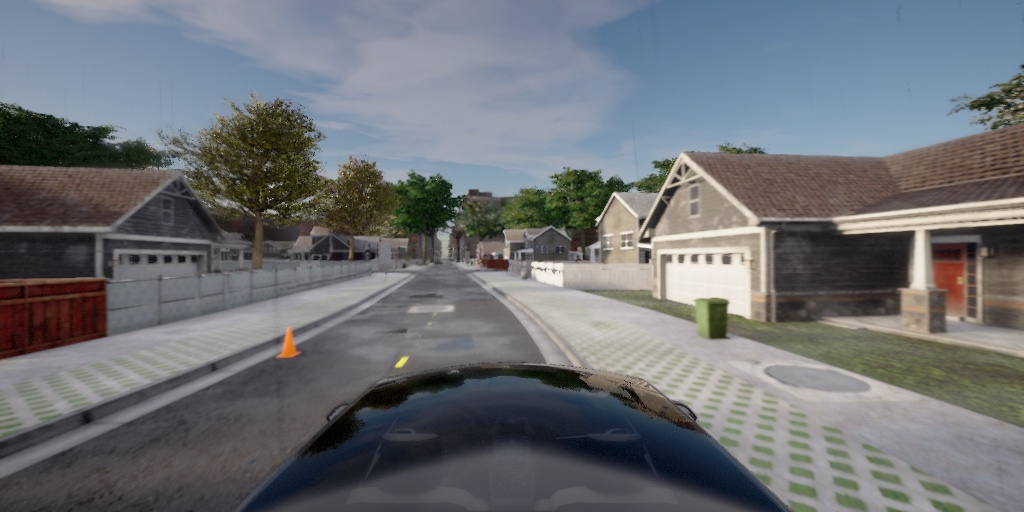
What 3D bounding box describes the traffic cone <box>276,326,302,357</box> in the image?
[{"bbox_3d":[-4.616,1.756,7.433,0.340,0.580,0.340,0,0,-5],"label":"traffic cone"}]
